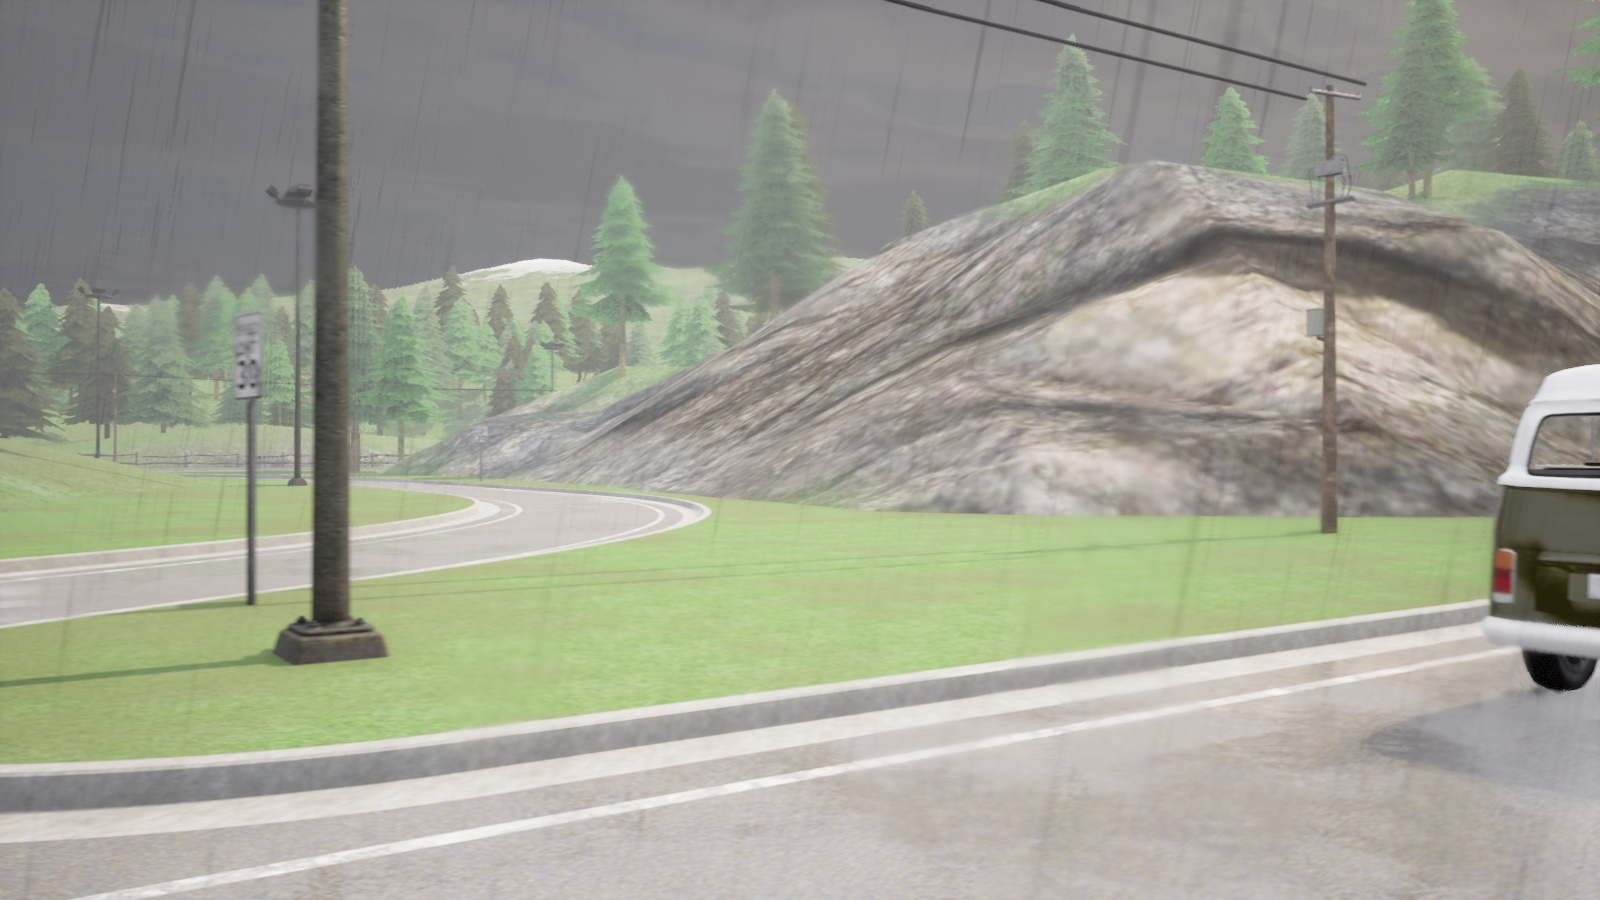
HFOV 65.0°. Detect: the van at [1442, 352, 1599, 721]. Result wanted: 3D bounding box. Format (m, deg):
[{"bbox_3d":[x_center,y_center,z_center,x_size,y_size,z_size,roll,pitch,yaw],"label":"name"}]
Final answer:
[{"bbox_3d":[6.343,0.475,8.075,4.480,2.038,2.069,0,0,-35],"label":"van"}]
